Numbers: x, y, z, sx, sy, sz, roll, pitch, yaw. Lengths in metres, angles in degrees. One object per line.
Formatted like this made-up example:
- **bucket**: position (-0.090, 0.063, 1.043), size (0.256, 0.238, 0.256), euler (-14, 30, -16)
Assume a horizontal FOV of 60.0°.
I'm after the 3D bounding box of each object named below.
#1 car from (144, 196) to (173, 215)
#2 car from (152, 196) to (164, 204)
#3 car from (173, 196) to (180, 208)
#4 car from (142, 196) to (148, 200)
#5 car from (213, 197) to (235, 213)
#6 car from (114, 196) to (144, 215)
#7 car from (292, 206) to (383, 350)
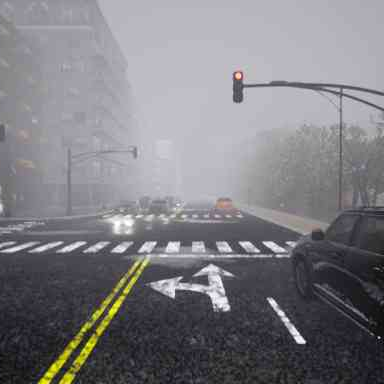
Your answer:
- **car**: position (-3.280, 1.465, 33.485), size (1.882, 1.535, 5.008), euler (0, 0, 0)
- **car**: position (-6.413, 1.491, 63.189), size (1.837, 1.490, 4.892), euler (0, 0, 1)
- **car**: position (-3.243, 1.336, 47.691), size (2.097, 1.767, 4.553), euler (0, 0, 0)
- **car**: position (-6.494, 1.335, 46.761), size (2.097, 1.767, 4.553), euler (0, 0, 0)
- **car**: position (3.431, 1.336, 36.740), size (2.097, 1.767, 4.553), euler (0, 0, 0)
- **car**: position (-6.527, 1.477, 33.447), size (2.128, 1.511, 4.902), euler (0, 0, 0)
- **car**: position (3.362, 1.215, 5.192), size (2.150, 2.045, 5.566), euler (0, 0, -1)
